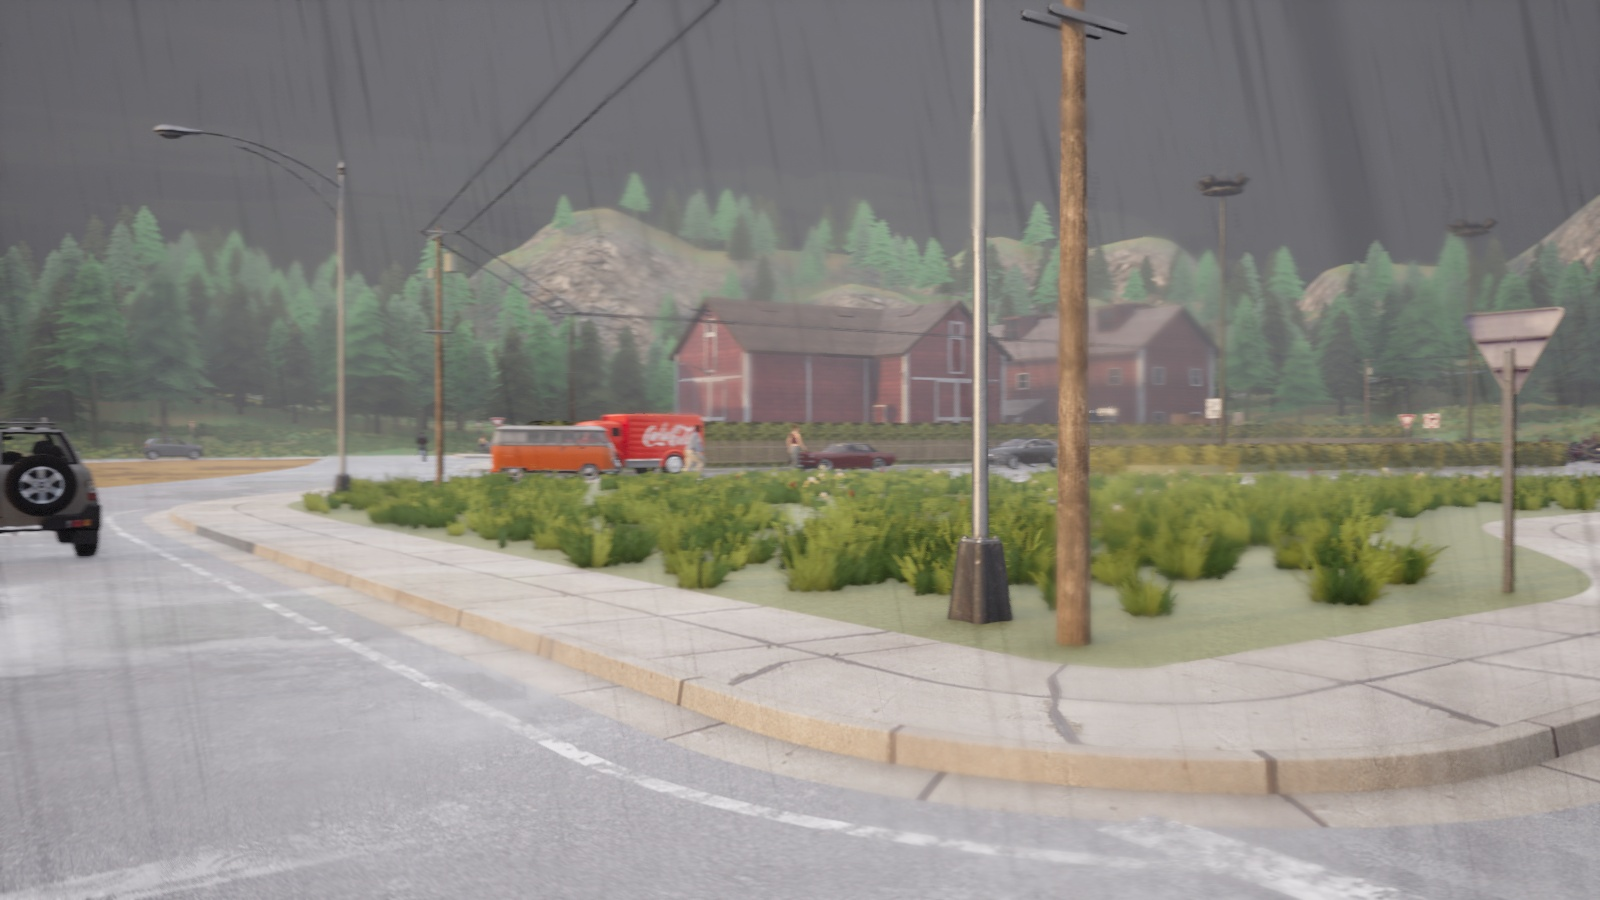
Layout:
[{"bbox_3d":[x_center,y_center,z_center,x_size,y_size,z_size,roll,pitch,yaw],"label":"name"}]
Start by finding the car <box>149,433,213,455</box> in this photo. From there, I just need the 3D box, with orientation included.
[{"bbox_3d":[-41.693,-0.409,84.608,3.633,1.501,1.845,0,1,-34],"label":"car"}]

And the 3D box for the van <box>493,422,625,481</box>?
[{"bbox_3d":[-8.497,0.060,44.241,4.442,1.987,1.775,1,1,-14],"label":"van"}]

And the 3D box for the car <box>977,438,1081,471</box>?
[{"bbox_3d":[11.150,0.196,61.107,4.902,1.511,2.128,0,1,-35],"label":"car"}]

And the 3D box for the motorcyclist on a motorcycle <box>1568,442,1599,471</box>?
[{"bbox_3d":[43.997,0.353,69.702,0.866,1.530,2.191,0,1,-24],"label":"motorcyclist on a motorcycle"}]

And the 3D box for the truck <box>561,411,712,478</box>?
[{"bbox_3d":[-6.332,-0.209,48.970,5.204,2.467,2.627,0,1,-36],"label":"truck"}]

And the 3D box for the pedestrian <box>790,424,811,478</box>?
[{"bbox_3d":[0.020,0.035,42.462,0.594,1.836,0.345,0,1,-26],"label":"pedestrian"}]

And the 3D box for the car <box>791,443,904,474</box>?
[{"bbox_3d":[2.105,0.359,54.893,4.718,1.301,1.895,0,1,-35],"label":"car"}]

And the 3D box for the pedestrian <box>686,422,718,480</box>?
[{"bbox_3d":[-3.227,0.032,41.171,0.900,1.855,0.874,0,1,-14],"label":"pedestrian"}]

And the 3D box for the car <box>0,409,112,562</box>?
[{"bbox_3d":[-10.832,0.407,17.303,1.932,1.855,4.605,0,1,-34],"label":"car"}]
